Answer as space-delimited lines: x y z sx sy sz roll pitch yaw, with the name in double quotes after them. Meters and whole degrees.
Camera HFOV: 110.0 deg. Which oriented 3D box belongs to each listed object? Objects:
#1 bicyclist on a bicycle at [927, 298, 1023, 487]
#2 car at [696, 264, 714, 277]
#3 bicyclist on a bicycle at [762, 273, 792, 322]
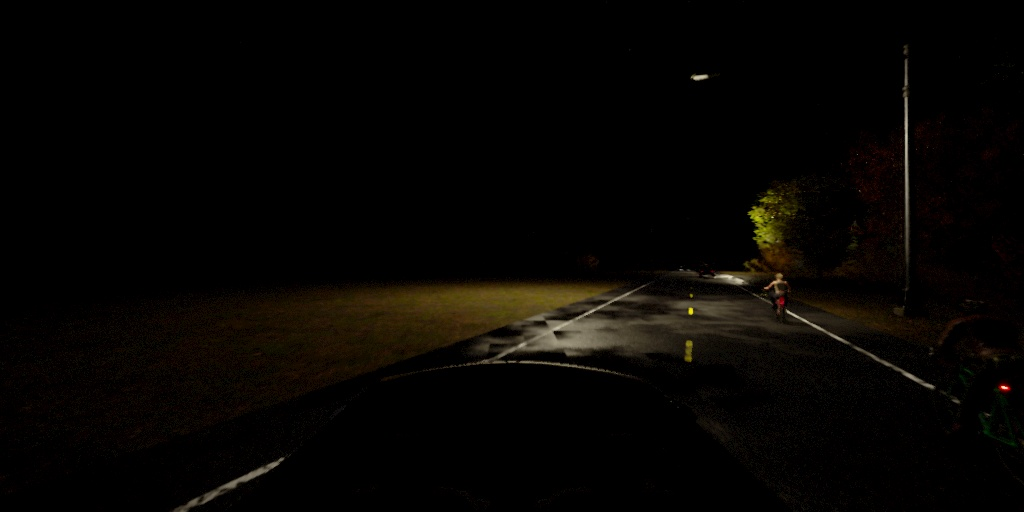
4.776 1.267 3.639 0.582 1.620 1.656 0 -1 27 "bicyclist on a bicycle"
27.289 2.180 50.286 2.033 1.411 5.357 0 -1 27 "car"
9.241 1.406 12.429 0.866 1.612 1.509 0 -1 26 "bicyclist on a bicycle"
